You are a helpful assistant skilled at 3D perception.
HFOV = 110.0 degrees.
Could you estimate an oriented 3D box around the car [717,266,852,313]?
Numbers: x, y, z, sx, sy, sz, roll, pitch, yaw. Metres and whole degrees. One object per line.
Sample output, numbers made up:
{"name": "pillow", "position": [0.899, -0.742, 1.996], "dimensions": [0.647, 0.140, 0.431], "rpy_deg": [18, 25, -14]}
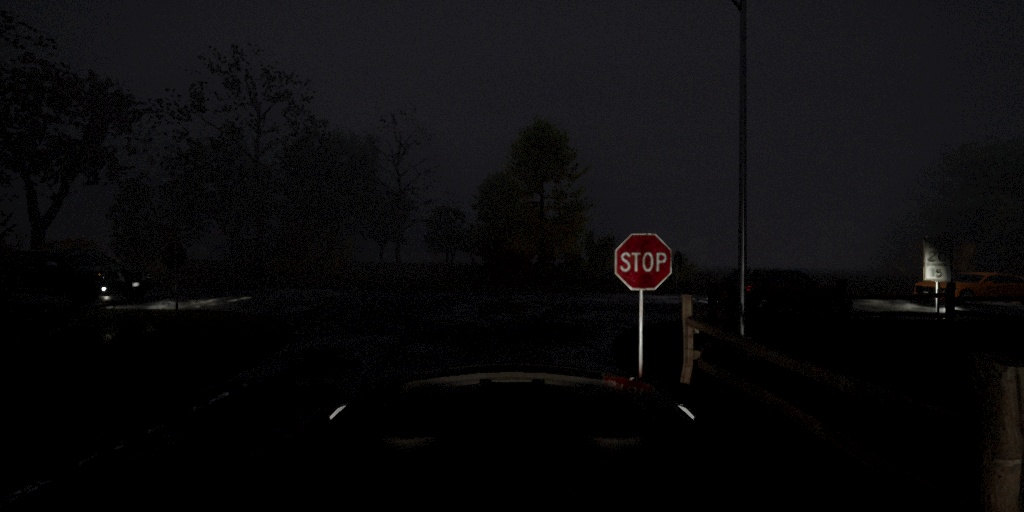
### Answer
{"name": "car", "position": [10.899, 1.289, 14.479], "dimensions": [4.553, 1.767, 2.097], "rpy_deg": [1, 1, -4]}

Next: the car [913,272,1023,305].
{"name": "car", "position": [22.685, 1.534, 17.481], "dimensions": [5.008, 1.535, 1.882], "rpy_deg": [1, 1, 0]}

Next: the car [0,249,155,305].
{"name": "car", "position": [-17.859, 0.753, 14.390], "dimensions": [5.566, 2.045, 2.150], "rpy_deg": [1, 1, 0]}

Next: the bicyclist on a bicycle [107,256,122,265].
{"name": "bicyclist on a bicycle", "position": [-22.713, 0.842, 20.350], "dimensions": [0.582, 1.620, 1.656], "rpy_deg": [1, 0, 0]}
